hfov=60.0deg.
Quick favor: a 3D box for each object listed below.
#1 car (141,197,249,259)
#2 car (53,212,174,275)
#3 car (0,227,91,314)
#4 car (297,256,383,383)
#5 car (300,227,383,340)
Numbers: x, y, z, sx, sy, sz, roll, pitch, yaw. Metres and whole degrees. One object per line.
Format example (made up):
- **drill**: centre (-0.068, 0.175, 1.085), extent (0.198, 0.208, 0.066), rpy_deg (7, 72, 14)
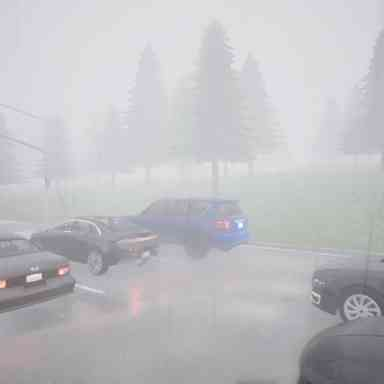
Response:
- **car**: centre (-0.540, 1.221, 12.837), extent (5.566, 2.045, 2.150), rpy_deg (0, 0, 35)
- **car**: centre (-3.211, 1.492, 10.451), extent (4.902, 1.511, 2.128), rpy_deg (0, 0, 36)
- **car**: centre (-4.807, 1.547, 7.285), extent (5.357, 1.411, 2.033), rpy_deg (0, 0, 36)
- **car**: centre (3.122, 1.478, 1.764), extent (5.008, 1.535, 1.882), rpy_deg (0, 0, 35)
- **car**: centre (4.409, 1.505, 5.146), extent (4.892, 1.490, 1.837), rpy_deg (0, 0, 35)
